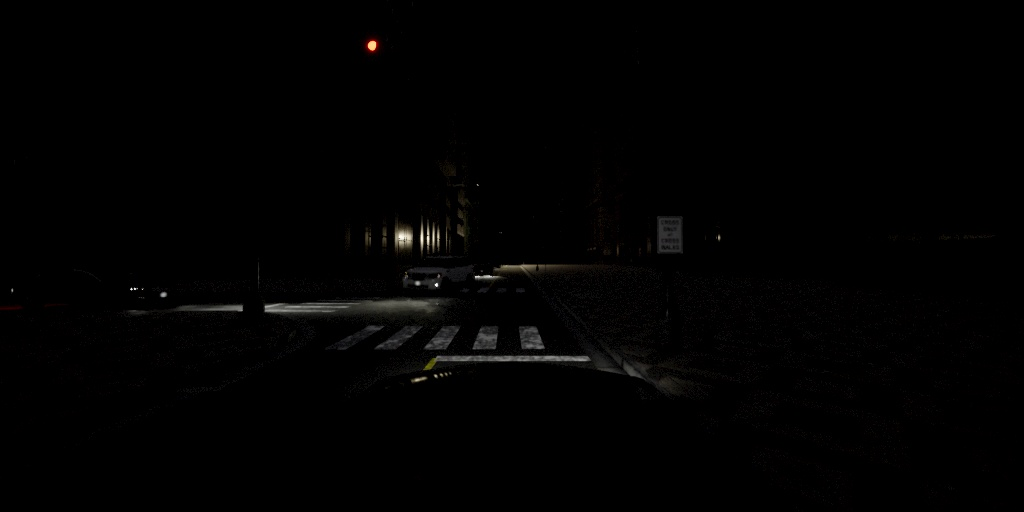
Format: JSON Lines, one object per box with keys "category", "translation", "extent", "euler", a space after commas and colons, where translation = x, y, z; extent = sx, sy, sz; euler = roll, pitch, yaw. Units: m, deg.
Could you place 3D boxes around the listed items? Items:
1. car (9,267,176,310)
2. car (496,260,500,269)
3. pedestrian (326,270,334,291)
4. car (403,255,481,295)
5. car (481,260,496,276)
{"category": "car", "translation": [-15.477, 1.177, 13.413], "extent": [4.902, 1.511, 2.128], "euler": [0, -1, 0]}
{"category": "car", "translation": [-2.911, 1.411, 58.911], "extent": [2.033, 1.411, 5.357], "euler": [0, 0, 1]}
{"category": "pedestrian", "translation": [-9.967, 0.974, 19.633], "extent": [0.375, 1.860, 0.375], "euler": [0, -1, 0]}
{"category": "car", "translation": [-3.928, 0.985, 20.341], "extent": [2.150, 2.045, 5.566], "euler": [0, 0, 15]}
{"category": "car", "translation": [-3.015, 1.348, 37.812], "extent": [1.994, 1.385, 4.181], "euler": [0, 0, 0]}
